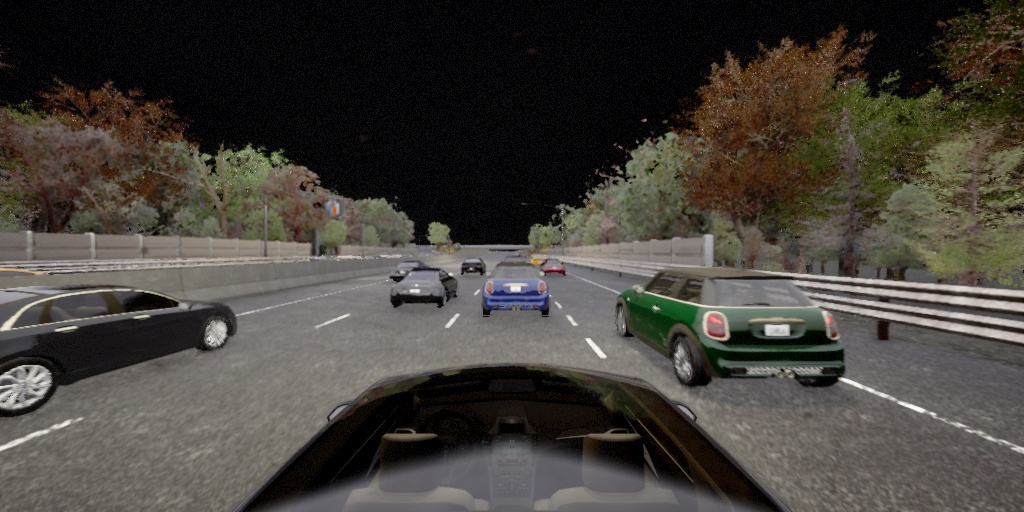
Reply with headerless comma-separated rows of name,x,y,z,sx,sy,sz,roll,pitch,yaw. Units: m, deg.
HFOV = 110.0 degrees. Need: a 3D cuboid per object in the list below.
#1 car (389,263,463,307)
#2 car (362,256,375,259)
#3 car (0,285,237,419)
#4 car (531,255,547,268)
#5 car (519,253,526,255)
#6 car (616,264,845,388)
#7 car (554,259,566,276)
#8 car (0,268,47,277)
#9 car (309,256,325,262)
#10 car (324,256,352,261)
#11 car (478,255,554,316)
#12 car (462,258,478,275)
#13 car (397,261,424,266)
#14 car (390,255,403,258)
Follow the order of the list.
car,-3.392,1.169,14.544,1.994,1.385,4.181,0,1,0
car,-21.032,0.753,53.021,1.994,1.385,4.181,0,1,0
car,-6.897,1.208,5.789,1.837,1.490,4.892,0,1,0
car,3.531,0.684,47.669,1.882,1.535,5.008,0,1,0
car,0.118,0.784,30.309,2.097,1.767,4.553,0,1,0
car,3.582,0.995,6.959,2.097,1.767,4.553,0,1,0
car,3.520,0.938,31.660,1.994,1.385,4.181,0,1,0
car,-17.592,1.118,11.429,1.882,1.535,5.008,0,1,0
car,-28.010,0.734,53.376,2.033,1.411,5.357,0,1,1
car,-24.527,0.804,51.761,1.895,1.301,4.718,0,1,0
car,0.110,0.976,12.766,2.097,1.767,4.553,0,1,0
car,-3.377,0.889,32.203,1.882,1.535,5.008,0,1,0
car,-6.884,1.038,24.987,2.033,1.411,5.357,0,1,0
car,-17.524,0.654,54.210,1.882,1.535,5.008,0,1,1
